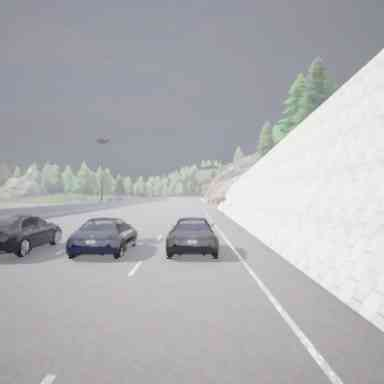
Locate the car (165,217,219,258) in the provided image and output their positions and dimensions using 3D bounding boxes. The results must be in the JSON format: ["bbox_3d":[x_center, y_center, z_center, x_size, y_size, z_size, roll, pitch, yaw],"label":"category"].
[{"bbox_3d":[0.023,1.714,13.494,1.994,1.385,4.181,0,-1,0],"label":"car"}]

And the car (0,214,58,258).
[{"bbox_3d":[-6.979,1.657,13.510,1.837,1.490,4.892,0,0,1],"label":"car"}]

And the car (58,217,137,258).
[{"bbox_3d":[-3.475,1.713,13.457,1.994,1.385,4.181,0,-1,0],"label":"car"}]
